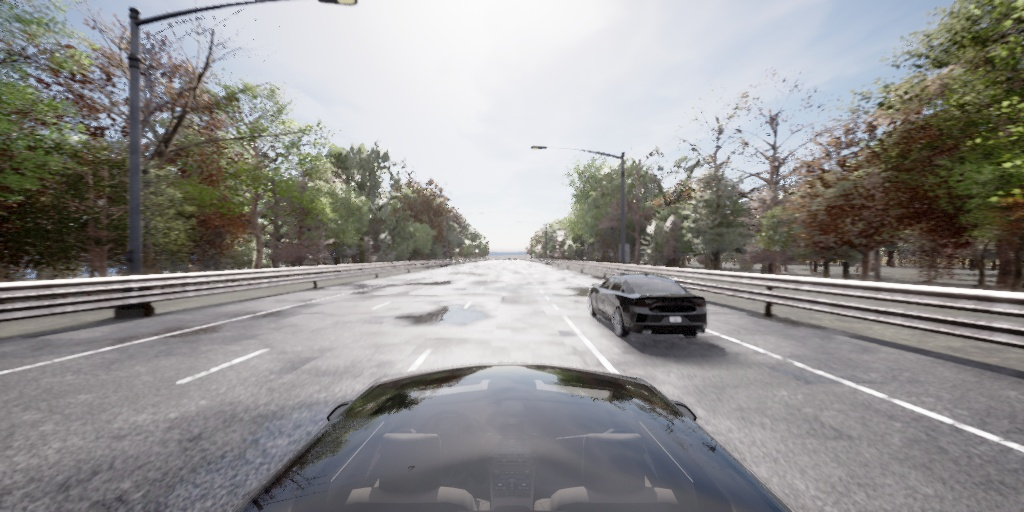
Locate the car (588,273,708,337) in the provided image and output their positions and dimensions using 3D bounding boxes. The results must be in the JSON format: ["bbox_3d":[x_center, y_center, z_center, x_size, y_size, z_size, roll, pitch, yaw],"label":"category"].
[{"bbox_3d":[3.527,1.232,10.270,1.882,1.535,5.008,0,0,-1],"label":"car"}]
